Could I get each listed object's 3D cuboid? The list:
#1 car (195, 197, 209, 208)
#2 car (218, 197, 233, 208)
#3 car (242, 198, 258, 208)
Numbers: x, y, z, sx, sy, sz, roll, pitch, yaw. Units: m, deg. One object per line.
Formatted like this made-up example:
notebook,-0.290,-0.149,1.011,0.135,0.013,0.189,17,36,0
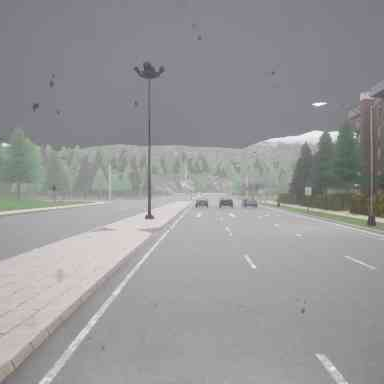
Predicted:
car,1.480,1.526,49.147,1.812,1.442,4.674,0,0,2
car,4.990,1.477,49.356,1.882,1.535,5.008,0,0,2
car,8.488,1.547,49.227,2.033,1.411,5.357,0,0,2
